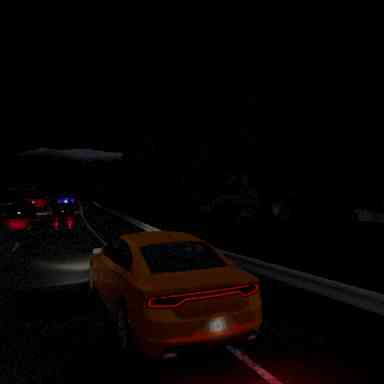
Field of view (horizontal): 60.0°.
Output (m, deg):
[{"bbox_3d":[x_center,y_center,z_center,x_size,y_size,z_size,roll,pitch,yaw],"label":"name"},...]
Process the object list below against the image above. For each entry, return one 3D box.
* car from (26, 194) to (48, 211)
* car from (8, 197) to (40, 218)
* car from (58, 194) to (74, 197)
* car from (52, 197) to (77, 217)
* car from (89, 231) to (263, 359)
[{"bbox_3d":[-18.748,1.221,39.974,2.150,2.045,5.566,0,0,-19],"label":"car"},{"bbox_3d":[-15.288,1.505,30.091,1.837,1.490,4.892,0,0,-20],"label":"car"},{"bbox_3d":[-15.588,1.221,41.382,2.150,2.045,5.566,0,0,-19],"label":"car"},{"bbox_3d":[-12.119,1.491,31.495,2.128,1.511,4.902,0,0,-19],"label":"car"},{"bbox_3d":[-0.725,1.478,6.312,1.882,1.535,5.008,0,0,-25],"label":"car"}]
